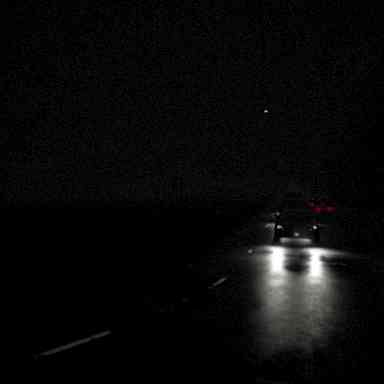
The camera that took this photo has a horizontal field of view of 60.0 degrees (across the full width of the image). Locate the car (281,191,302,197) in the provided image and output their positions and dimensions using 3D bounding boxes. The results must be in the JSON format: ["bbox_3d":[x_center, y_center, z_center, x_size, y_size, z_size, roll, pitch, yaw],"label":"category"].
[{"bbox_3d":[10.849,0.943,35.520,2.150,2.045,5.566,0,0,17],"label":"car"}]

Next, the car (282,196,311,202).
[{"bbox_3d":[7.765,1.319,25.257,1.837,1.490,4.892,0,0,17],"label":"car"}]

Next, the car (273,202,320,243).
[{"bbox_3d":[4.872,1.411,15.594,1.812,1.442,4.674,0,0,17],"label":"car"}]

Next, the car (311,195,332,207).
[{"bbox_3d":[17.134,1.131,43.657,1.812,1.442,4.674,0,1,17],"label":"car"}]
